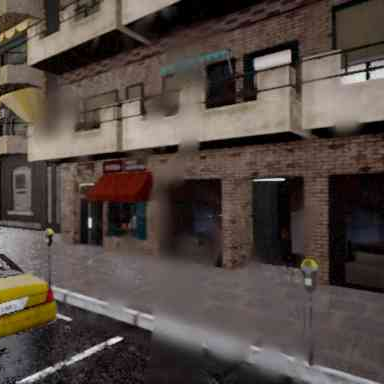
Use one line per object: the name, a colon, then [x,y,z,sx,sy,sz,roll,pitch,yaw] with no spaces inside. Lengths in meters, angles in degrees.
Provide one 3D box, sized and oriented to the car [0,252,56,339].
car: [-4.326,1.499,5.816,4.829,1.417,1.752,0,-1,35]
